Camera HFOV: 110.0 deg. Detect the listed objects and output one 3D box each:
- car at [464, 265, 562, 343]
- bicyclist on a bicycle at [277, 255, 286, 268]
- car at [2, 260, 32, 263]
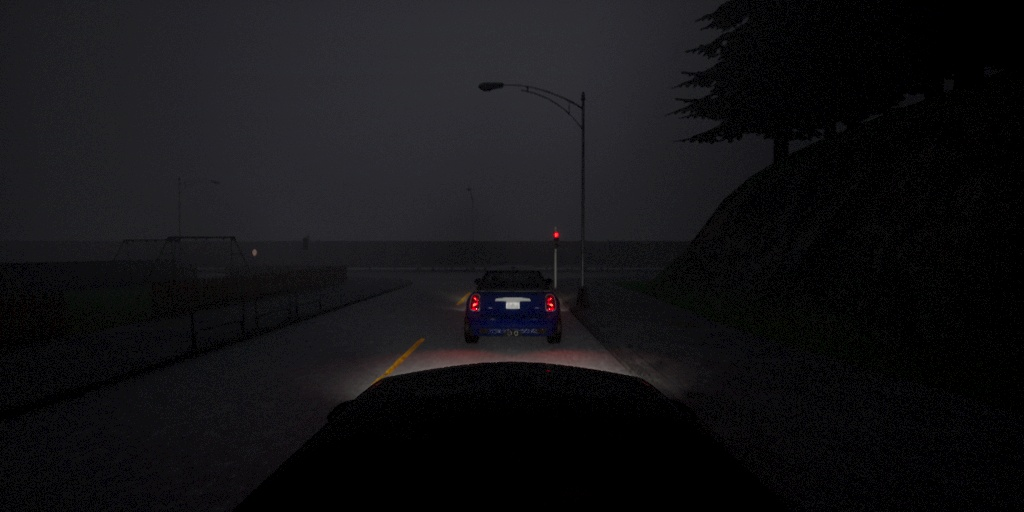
[{"bbox_3d":[0.036,1.014,9.531,2.097,1.767,4.553,0,1,0],"label":"car"},{"bbox_3d":[-24.264,0.692,37.717,0.582,1.620,1.656,0,1,0],"label":"bicyclist on a bicycle"},{"bbox_3d":[-40.474,1.002,29.337,4.181,1.385,1.994,0,1,0],"label":"car"}]
